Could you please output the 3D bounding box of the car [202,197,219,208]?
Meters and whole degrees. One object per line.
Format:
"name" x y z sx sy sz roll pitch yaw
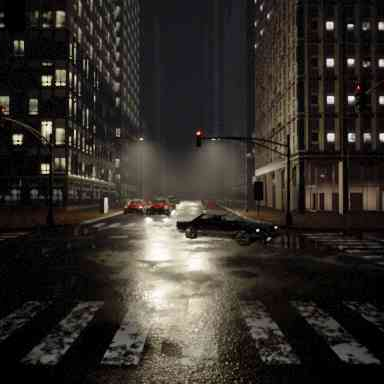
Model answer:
"car" 2.681 1.599 45.034 1.802 1.307 4.206 1 0 0

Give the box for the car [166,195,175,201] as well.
"car" -5.721 1.586 89.569 2.008 1.369 4.403 1 0 0

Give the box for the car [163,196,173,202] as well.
"car" -5.715 1.581 78.419 2.008 1.369 4.403 1 0 0

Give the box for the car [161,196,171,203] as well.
"car" -5.712 1.573 72.844 1.887 1.381 4.507 1 0 0

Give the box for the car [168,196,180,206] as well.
"car" -3.092 1.527 57.720 1.837 1.490 4.892 0 0 0

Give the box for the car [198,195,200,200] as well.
"car" 2.673 1.590 61.767 1.947 1.339 4.313 1 0 0

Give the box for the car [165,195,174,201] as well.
"car" -5.718 1.578 83.994 1.887 1.381 4.507 1 0 0

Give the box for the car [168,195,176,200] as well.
"car" -5.724 1.604 95.144 1.947 1.339 4.313 1 0 0

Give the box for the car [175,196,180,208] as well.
"car" -3.116 1.510 44.979 2.128 1.511 4.902 0 0 0

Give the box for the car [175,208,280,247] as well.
"car" 1.517 1.606 15.150 4.718 1.301 1.895 0 0 43

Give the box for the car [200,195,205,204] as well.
"car" 2.677 1.547 56.360 1.752 1.417 4.829 1 0 0

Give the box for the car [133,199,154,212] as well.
"car" -5.696 1.597 39.393 1.802 1.307 4.206 1 0 0

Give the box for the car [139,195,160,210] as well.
"car" -5.694 1.332 44.968 2.192 1.841 5.009 1 0 0

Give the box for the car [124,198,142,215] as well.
"car" -5.690 1.453 33.818 1.967 1.590 4.097 1 0 0

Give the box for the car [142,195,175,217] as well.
"car" -3.115 1.363 31.878 2.097 1.767 4.553 0 0 1
